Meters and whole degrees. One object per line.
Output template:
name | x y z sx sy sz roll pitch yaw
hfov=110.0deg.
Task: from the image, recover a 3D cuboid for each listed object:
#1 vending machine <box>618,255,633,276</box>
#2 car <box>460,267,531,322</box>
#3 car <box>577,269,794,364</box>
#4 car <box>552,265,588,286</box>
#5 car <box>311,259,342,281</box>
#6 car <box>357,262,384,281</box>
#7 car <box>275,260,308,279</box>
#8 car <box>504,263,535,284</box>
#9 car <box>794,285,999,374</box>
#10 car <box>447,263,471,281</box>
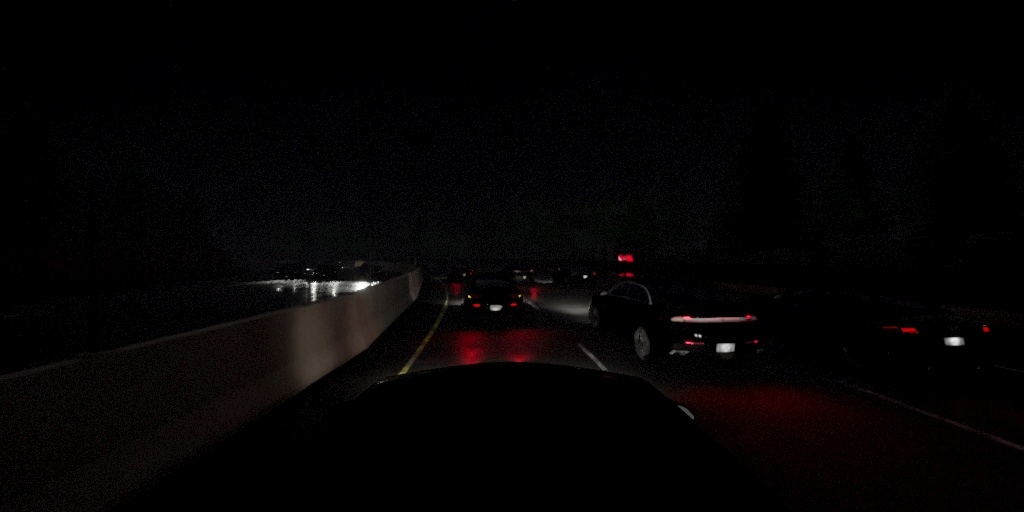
vending machine | 10.405 0.888 32.847 1.100 2.100 0.880 0 0 -16
car | -0.711 1.273 12.260 1.812 1.442 4.674 0 0 -6
car | 3.189 1.226 8.048 2.128 1.511 4.902 0 0 -4
car | 4.221 1.285 24.783 1.994 1.385 4.181 0 0 -13
car | -15.841 1.302 30.886 1.837 1.490 4.892 0 0 -20
car | -12.211 1.274 31.042 2.128 1.511 4.902 0 0 -19
car | -20.469 1.361 33.438 2.033 1.411 5.357 0 0 -22
car | 0.278 1.227 26.330 2.128 1.511 4.902 0 0 -13
car | 6.717 1.284 7.535 1.994 1.385 4.181 0 0 -3
car | -4.337 1.278 29.918 1.812 1.442 4.674 0 0 -16
